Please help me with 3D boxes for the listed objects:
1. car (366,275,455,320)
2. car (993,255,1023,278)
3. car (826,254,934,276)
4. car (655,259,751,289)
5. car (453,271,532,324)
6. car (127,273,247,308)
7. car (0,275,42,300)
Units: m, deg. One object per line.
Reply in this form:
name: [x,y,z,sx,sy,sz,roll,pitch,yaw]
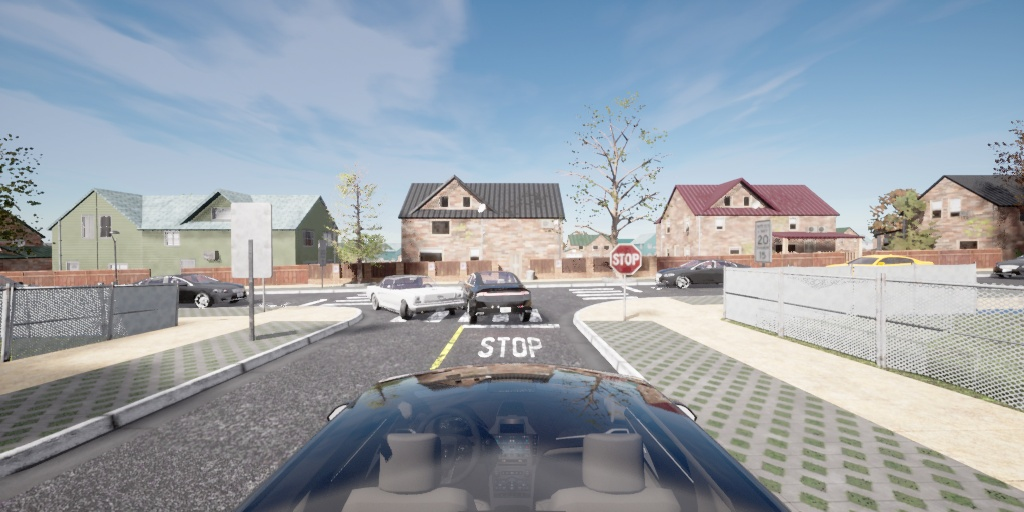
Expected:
car: [-3.600,1.367,12.899,1.895,1.301,4.718,0,0,-38]
car: [29.389,0.478,19.514,4.902,1.511,2.128,-1,1,0]
car: [19.765,0.690,19.479,5.008,1.535,1.882,-1,1,-1]
car: [10.335,0.925,19.445,4.902,1.511,2.128,-1,1,0]
car: [-0.683,1.242,12.039,2.128,1.511,4.902,0,0,-12]
car: [-14.899,1.566,16.396,4.902,1.511,2.128,-1,1,0]
car: [-24.236,1.647,16.358,4.553,1.767,2.097,-1,1,0]
